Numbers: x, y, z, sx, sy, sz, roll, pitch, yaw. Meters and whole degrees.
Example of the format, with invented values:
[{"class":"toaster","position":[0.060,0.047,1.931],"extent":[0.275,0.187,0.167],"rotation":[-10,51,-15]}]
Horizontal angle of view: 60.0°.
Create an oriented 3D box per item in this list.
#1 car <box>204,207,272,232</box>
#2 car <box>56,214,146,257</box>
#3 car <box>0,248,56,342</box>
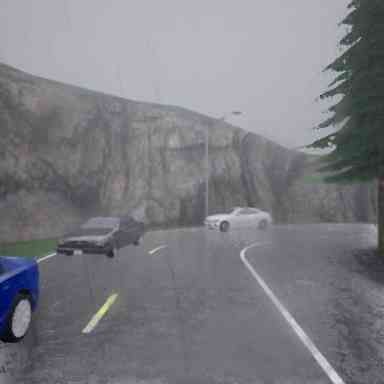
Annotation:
[{"class":"car","position":[3.033,1.709,21.553],"extent":[4.674,1.442,1.812],"rotation":[0,-1,-24]},{"class":"car","position":[-3.406,1.649,13.688],"extent":[2.033,1.411,5.357],"rotation":[0,0,8]},{"class":"car","position":[-3.573,1.498,3.722],"extent":[1.882,1.535,5.008],"rotation":[0,-1,1]}]
